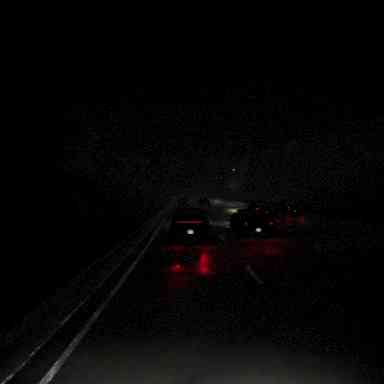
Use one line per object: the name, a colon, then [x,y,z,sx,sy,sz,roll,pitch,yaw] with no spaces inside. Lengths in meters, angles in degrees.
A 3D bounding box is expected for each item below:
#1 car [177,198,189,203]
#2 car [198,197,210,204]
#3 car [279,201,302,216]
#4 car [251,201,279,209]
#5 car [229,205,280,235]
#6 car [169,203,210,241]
car: [-1.360,1.711,53.024,2.033,1.411,5.357,0,0,-2]
car: [1.996,1.680,57.424,1.837,1.490,4.892,0,0,-2]
car: [9.811,1.625,34.187,1.812,1.442,4.674,0,0,-2]
car: [6.405,1.618,31.478,1.812,1.442,4.674,0,0,-2]
car: [3.351,1.658,19.311,1.895,1.301,4.718,0,0,-2]
car: [-0.133,1.545,17.005,2.128,1.511,4.902,0,0,-2]
